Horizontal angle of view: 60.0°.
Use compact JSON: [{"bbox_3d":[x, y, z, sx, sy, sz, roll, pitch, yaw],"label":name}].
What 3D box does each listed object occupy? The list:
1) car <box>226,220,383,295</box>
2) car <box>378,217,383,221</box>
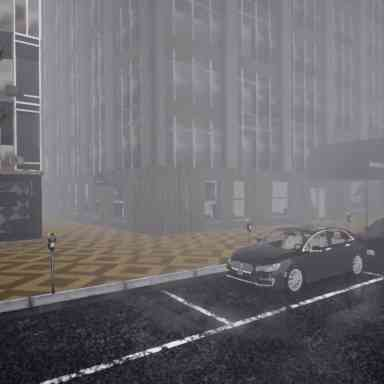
[{"bbox_3d":[2.838,1.549,8.620,4.403,1.369,2.008,0,-1,-36],"label":"car"},{"bbox_3d":[7.456,1.563,11.934,4.313,1.339,1.947,0,-1,-36],"label":"car"}]
